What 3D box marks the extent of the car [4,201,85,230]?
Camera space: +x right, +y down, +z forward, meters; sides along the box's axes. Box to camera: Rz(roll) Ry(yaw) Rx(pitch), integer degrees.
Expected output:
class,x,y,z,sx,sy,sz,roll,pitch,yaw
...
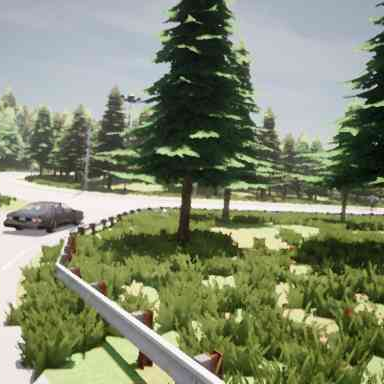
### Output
class,x,y,z,sx,sy,sz,roll,pitch,yaw
car,-7.401,1.178,17.300,2.033,1.411,5.357,5,2,3
